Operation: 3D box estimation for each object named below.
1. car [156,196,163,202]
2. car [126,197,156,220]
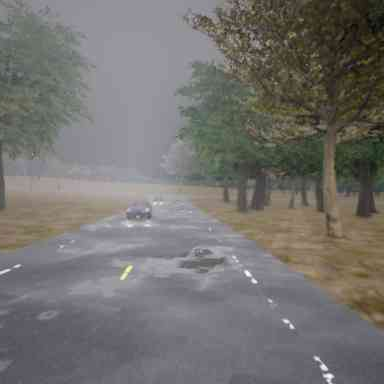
[{"bbox_3d":[-7.156,1.450,71.186,1.994,1.385,4.181,0,1,-4],"label":"car"},{"bbox_3d":[-4.681,1.529,30.240,2.097,1.767,4.553,0,0,-3],"label":"car"}]
